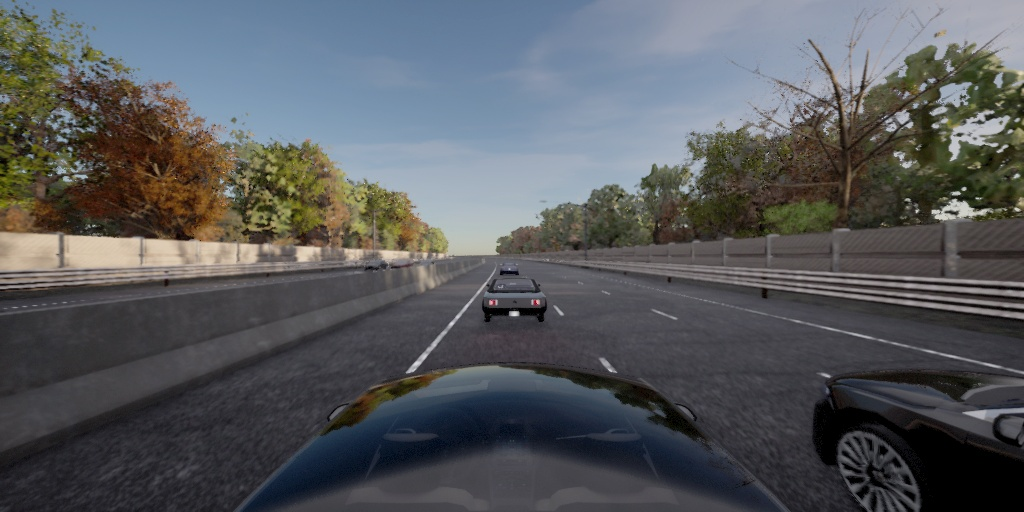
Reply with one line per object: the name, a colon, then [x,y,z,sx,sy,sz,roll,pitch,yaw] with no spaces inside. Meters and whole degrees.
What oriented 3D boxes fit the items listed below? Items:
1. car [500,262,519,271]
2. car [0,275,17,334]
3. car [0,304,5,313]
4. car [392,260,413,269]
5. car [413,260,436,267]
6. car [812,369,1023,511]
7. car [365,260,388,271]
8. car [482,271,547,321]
car: [-0.308,1.327,39.156,1.994,1.385,4.181,0,0,-1]
car: [-14.117,1.260,7.108,1.837,1.490,4.892,0,0,0]
car: [-10.607,1.301,4.532,2.033,1.411,5.357,0,0,0]
car: [-14.713,1.241,48.555,1.882,1.535,5.008,0,0,-1]
car: [-11.176,1.271,47.298,1.837,1.490,4.892,0,-1,-1]
car: [3.592,1.240,1.187,2.128,1.511,4.902,0,0,0]
car: [-18.211,1.268,48.456,1.837,1.490,4.892,0,0,-1]
car: [0.060,1.355,12.421,1.895,1.301,4.718,0,0,0]
